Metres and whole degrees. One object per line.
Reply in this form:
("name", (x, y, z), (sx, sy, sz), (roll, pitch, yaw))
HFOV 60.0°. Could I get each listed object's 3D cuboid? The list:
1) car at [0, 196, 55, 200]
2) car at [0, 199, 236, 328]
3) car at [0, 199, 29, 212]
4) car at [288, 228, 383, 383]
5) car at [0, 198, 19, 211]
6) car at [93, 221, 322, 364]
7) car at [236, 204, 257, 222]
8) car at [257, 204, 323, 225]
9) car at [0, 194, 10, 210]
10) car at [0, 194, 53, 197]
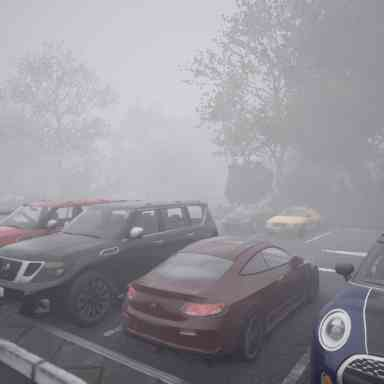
("car", (-3.739, 1.232, 9.186), (2.435, 2.045, 5.566), (0, 0, 36))
("car", (-1.459, 1.232, 7.556), (2.435, 2.045, 5.566), (0, 0, 36))
("car", (-21.476, 1.535, 37.967), (2.002, 1.452, 4.674), (0, 0, 36))
("car", (3.138, 1.356, 4.345), (2.185, 1.767, 4.553), (0, 0, 36))
("car", (-23.642, 1.500, 39.512), (2.097, 1.535, 5.008), (0, 0, 36))
("car", (0.837, 1.522, 5.947), (2.002, 1.452, 4.674), (0, 0, 36))
("car", (3.583, 1.486, 20.071), (2.231, 1.521, 4.892), (0, 0, 36))
("car", (5.731, 1.481, 18.301), (1.946, 1.575, 5.366), (0, 0, 36))
("car", (-25.923, 1.254, 41.114), (2.435, 2.045, 5.566), (0, 0, 36))
("car", (-16.959, 1.241, 34.708), (2.435, 2.045, 5.566), (0, 0, 36))
